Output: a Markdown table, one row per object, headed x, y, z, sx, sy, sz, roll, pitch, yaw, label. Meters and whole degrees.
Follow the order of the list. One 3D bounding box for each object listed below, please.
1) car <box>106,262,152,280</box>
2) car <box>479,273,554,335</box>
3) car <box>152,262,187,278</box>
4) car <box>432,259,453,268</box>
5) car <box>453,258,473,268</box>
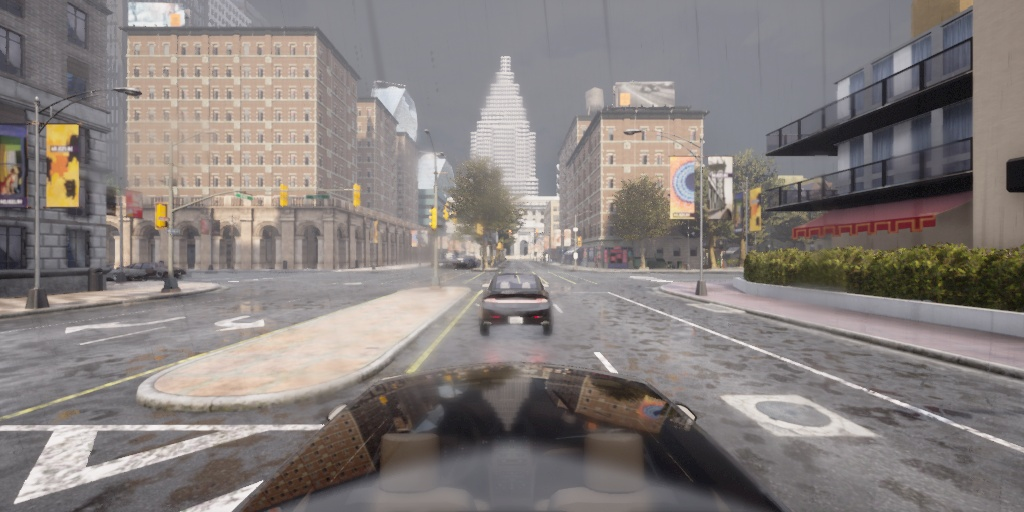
| x | y | z | sx | sy | sz | roll | pitch | yaw | label |
| --- | --- | --- | --- | --- | --- | --- | --- | --- | --- |
| -33.825 | 1.350 | 30.128 | 4.718 | 1.301 | 1.895 | 0 | 0 | 0 | car |
| 0.106 | 1.241 | 10.508 | 2.128 | 1.511 | 4.902 | 0 | 0 | 0 | car |
| -33.848 | 1.297 | 33.627 | 5.357 | 1.411 | 2.033 | 0 | 0 | 0 | car |
| -11.512 | 1.240 | 60.640 | 2.128 | 1.511 | 4.902 | 0 | 0 | 0 | car |
| -8.022 | 1.349 | 59.193 | 1.895 | 1.301 | 4.718 | 0 | 0 | 0 | car |
